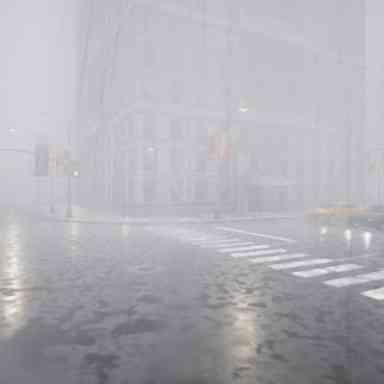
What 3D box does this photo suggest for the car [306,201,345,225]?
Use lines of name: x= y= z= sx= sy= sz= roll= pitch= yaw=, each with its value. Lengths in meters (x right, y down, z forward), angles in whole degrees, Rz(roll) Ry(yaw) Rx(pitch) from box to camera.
car: x=10.444 y=1.463 z=24.015 sx=5.008 sy=1.535 sz=1.882 roll=0 pitch=0 yaw=-28

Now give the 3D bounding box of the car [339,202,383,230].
car: x=12.085 y=1.534 z=20.927 sx=5.357 sy=1.411 sz=2.033 roll=0 pitch=0 yaw=-28
